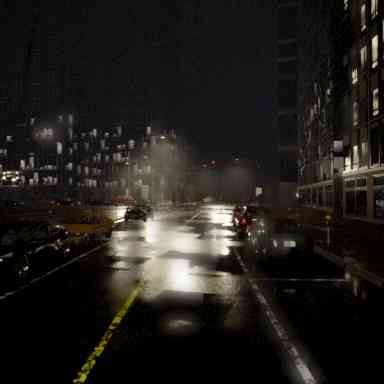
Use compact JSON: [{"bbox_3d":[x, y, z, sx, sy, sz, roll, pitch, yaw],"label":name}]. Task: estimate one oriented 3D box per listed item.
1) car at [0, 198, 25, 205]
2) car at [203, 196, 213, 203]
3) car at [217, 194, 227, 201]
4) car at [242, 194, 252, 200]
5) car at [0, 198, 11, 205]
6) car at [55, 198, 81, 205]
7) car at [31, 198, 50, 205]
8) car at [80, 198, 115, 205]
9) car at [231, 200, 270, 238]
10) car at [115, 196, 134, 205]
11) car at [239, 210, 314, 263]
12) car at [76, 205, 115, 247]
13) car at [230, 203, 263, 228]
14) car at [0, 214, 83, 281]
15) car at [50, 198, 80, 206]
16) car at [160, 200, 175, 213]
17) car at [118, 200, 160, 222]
[{"bbox_3d":[-31.408,1.767,58.301,4.403,1.369,2.008,0,-1,15],"label":"car"},{"bbox_3d":[3.602,1.675,73.806,1.752,1.417,4.829,1,0,14],"label":"car"},{"bbox_3d":[8.166,1.530,89.895,2.192,1.841,5.009,1,0,16],"label":"car"},{"bbox_3d":[12.603,1.440,76.045,2.192,1.841,5.009,1,0,15],"label":"car"},{"bbox_3d":[-40.125,1.989,68.866,4.403,1.369,2.008,0,-1,15],"label":"car"},{"bbox_3d":[-23.941,1.882,64.420,4.403,1.369,2.008,0,-1,15],"label":"car"},{"bbox_3d":[-29.499,1.893,65.947,4.829,1.417,1.752,0,-1,15],"label":"car"},{"bbox_3d":[-15.232,1.675,53.857,4.313,1.339,1.947,0,-1,15],"label":"car"},{"bbox_3d":[3.275,1.449,17.583,1.967,1.590,4.097,1,0,4],"label":"car"},{"bbox_3d":[-13.152,1.575,61.461,5.009,1.841,2.192,0,-1,15],"label":"car"},{"bbox_3d":[2.981,1.571,11.903,1.947,1.339,4.313,1,0,2],"label":"car"},{"bbox_3d":[-4.884,1.540,15.297,1.752,1.417,4.829,1,0,3],"label":"car"},{"bbox_3d":[3.666,1.557,23.212,1.887,1.381,4.507,1,0,5],"label":"car"},{"bbox_3d":[-5.116,1.574,9.973,1.947,1.339,4.313,1,0,2],"label":"car"},{"bbox_3d":[-20.624,1.695,55.338,4.403,1.369,2.008,0,-1,15],"label":"car"},{"bbox_3d":[-2.983,1.595,37.153,2.008,1.369,4.403,1,0,7],"label":"car"},{"bbox_3d":[-4.114,1.578,26.396,2.008,1.369,4.403,1,0,5],"label":"car"}]
